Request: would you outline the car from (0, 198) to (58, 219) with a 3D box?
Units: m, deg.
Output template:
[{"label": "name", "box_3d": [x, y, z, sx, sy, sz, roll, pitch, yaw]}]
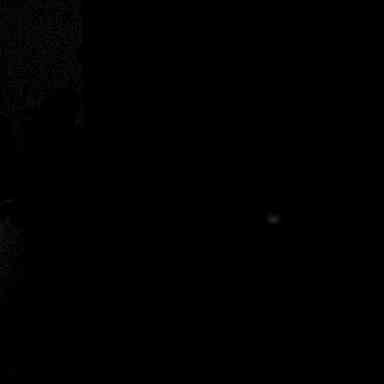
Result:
[{"label": "car", "box_3d": [-13.030, 1.230, 26.052, 1.882, 1.535, 5.008, -2, 0, 35]}]
